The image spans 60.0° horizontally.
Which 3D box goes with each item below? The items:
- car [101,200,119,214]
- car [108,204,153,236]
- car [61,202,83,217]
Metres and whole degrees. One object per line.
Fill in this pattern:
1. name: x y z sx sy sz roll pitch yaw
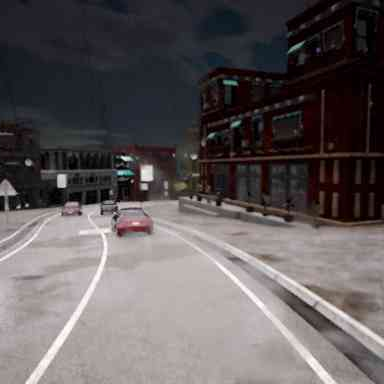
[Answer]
1. car: -9.229 1.654 37.358 2.128 1.511 4.902 -1 0 -13
2. car: -3.487 1.591 18.997 1.994 1.385 4.181 -2 0 -17
3. car: -12.617 1.780 35.163 1.812 1.442 4.674 -1 0 -14
